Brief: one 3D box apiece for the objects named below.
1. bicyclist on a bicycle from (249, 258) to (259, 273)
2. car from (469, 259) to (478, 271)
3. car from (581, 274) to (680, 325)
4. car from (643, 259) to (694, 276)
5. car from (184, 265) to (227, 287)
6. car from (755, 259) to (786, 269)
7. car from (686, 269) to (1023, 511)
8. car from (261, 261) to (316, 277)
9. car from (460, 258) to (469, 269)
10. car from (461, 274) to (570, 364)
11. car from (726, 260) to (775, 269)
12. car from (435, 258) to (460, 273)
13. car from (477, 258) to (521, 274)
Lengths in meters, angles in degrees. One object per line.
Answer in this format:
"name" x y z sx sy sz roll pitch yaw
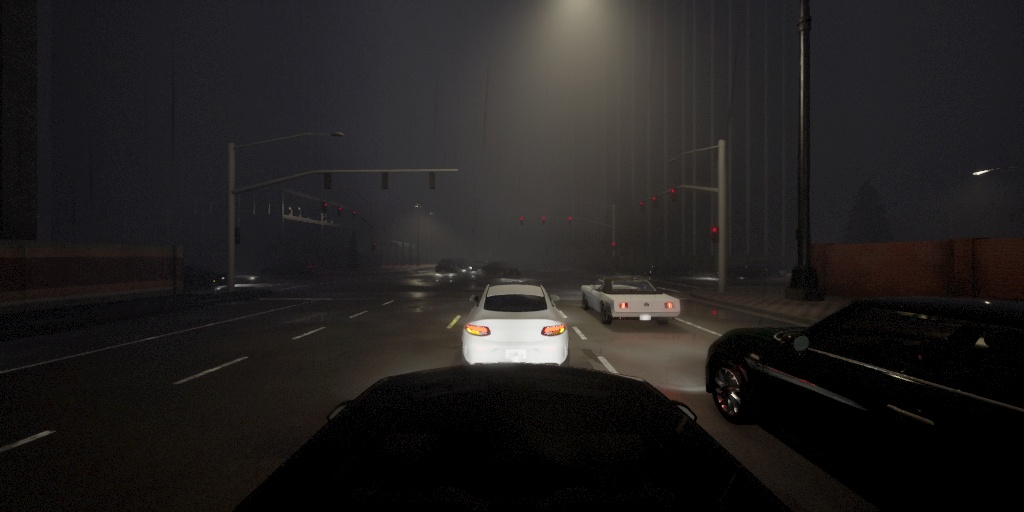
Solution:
"bicyclist on a bicycle" -28.409 1.051 39.513 0.582 1.620 1.656 0 0 -1
"car" -4.380 1.276 48.326 1.812 1.442 4.674 0 0 -1
"car" 3.563 1.351 11.795 1.895 1.301 4.718 0 0 0
"car" 15.338 1.102 35.147 4.553 1.767 2.097 0 0 0
"car" -21.419 1.314 24.093 4.181 1.385 1.994 0 0 0
"car" 24.230 1.102 35.229 4.553 1.767 2.097 0 0 0
"car" 3.599 1.102 2.893 2.097 1.767 4.553 0 0 0
"car" -21.642 1.241 34.741 4.902 1.511 2.128 0 0 0
"car" -7.977 1.101 54.551 2.097 1.767 4.553 0 0 -1
"car" 0.059 1.276 7.577 1.812 1.442 4.674 0 0 0
"car" 20.189 1.314 31.693 4.181 1.385 1.994 0 0 -1
"car" -7.768 1.102 42.535 2.097 1.767 4.553 0 0 -1
"car" -1.061 1.228 33.765 1.882 1.535 5.008 -1 1 -31
